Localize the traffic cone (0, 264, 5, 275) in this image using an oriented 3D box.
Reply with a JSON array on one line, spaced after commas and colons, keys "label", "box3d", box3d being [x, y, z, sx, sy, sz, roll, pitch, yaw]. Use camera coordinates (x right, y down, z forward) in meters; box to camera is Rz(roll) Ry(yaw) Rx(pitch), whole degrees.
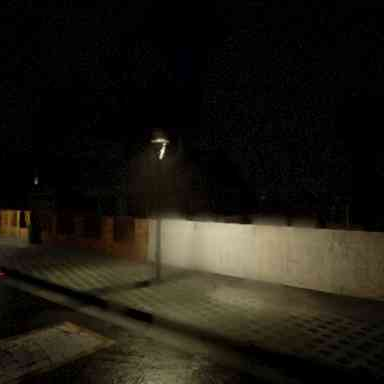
[{"label": "traffic cone", "box3d": [-5.964, 2.237, 10.206, 0.340, 0.580, 0.340, -1, -2, 38]}]
